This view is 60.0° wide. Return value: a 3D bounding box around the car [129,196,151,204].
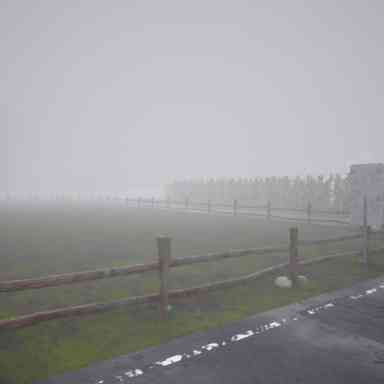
[{"bbox_3d":[-8.672,1.357,54.970,1.895,1.301,4.718,1,0,-35],"label":"car"}]
